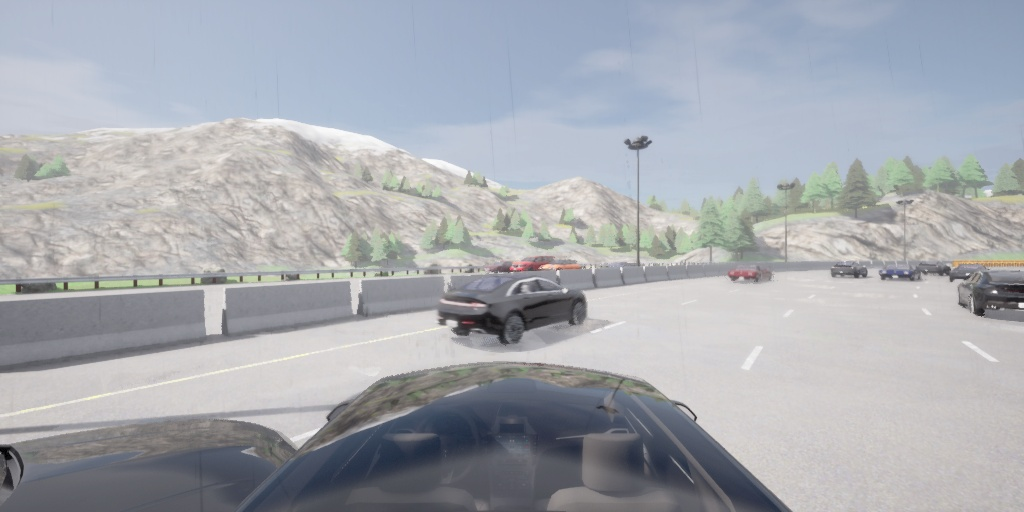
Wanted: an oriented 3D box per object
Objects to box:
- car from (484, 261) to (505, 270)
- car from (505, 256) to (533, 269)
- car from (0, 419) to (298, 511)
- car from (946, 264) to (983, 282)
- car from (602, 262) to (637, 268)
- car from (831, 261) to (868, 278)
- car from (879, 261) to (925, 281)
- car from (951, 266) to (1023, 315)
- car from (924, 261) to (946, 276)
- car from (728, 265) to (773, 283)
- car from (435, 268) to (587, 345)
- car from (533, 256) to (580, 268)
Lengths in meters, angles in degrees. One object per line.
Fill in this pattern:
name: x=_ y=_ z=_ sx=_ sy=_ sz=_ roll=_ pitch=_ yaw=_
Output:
car: x=-0.950 y=1.275 z=38.897 sx=4.674 sy=1.442 sz=1.812 roll=0 pitch=0 yaw=-42
car: x=2.370 y=0.971 z=37.225 sx=5.566 sy=2.045 sz=2.150 roll=0 pitch=0 yaw=-42
car: x=-2.984 y=1.255 z=0.567 sx=4.892 sy=1.490 sz=1.837 roll=0 pitch=0 yaw=-45
car: x=35.317 y=1.315 z=27.573 sx=4.181 sy=1.385 sz=1.994 roll=0 pitch=0 yaw=-36
car: x=10.501 y=1.298 z=35.052 sx=5.357 sy=1.411 sz=2.033 roll=0 pitch=0 yaw=-40
car: x=31.385 y=1.243 z=33.364 sx=4.902 sy=1.511 sz=2.128 roll=0 pitch=0 yaw=-35
car: x=32.187 y=1.352 z=29.666 sx=4.718 sy=1.301 sz=1.895 roll=0 pitch=0 yaw=-35
car: x=17.269 y=1.255 z=12.526 sx=4.892 sy=1.490 sz=1.837 roll=0 pitch=0 yaw=-45
car: x=43.324 y=1.243 z=36.882 sx=4.902 sy=1.511 sz=2.128 roll=0 pitch=0 yaw=-31
car: x=18.888 y=1.352 z=28.246 sx=4.718 sy=1.301 sz=1.895 roll=0 pitch=0 yaw=-40
car: x=0.257 y=1.242 z=9.615 sx=2.128 sy=1.511 sz=4.902 roll=0 pitch=0 yaw=40
car: x=4.581 y=1.102 z=34.470 sx=4.553 sy=1.767 sz=2.097 roll=0 pitch=0 yaw=-42
